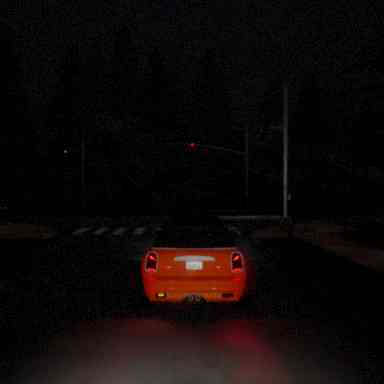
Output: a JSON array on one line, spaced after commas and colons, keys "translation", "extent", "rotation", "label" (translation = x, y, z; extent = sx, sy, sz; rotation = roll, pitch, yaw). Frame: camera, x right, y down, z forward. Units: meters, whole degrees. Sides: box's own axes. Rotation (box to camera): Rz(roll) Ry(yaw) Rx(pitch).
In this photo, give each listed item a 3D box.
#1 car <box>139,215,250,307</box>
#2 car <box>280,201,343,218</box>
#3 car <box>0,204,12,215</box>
[{"translation": [0.049, 1.346, 8.149], "extent": [2.097, 1.767, 4.553], "rotation": [0, 0, 0], "label": "car"}, {"translation": [9.722, 1.418, 27.380], "extent": [4.718, 1.301, 1.895], "rotation": [0, 0, 0], "label": "car"}, {"translation": [-17.887, 1.364, 27.440], "extent": [5.357, 1.411, 2.033], "rotation": [0, 0, -2], "label": "car"}]
